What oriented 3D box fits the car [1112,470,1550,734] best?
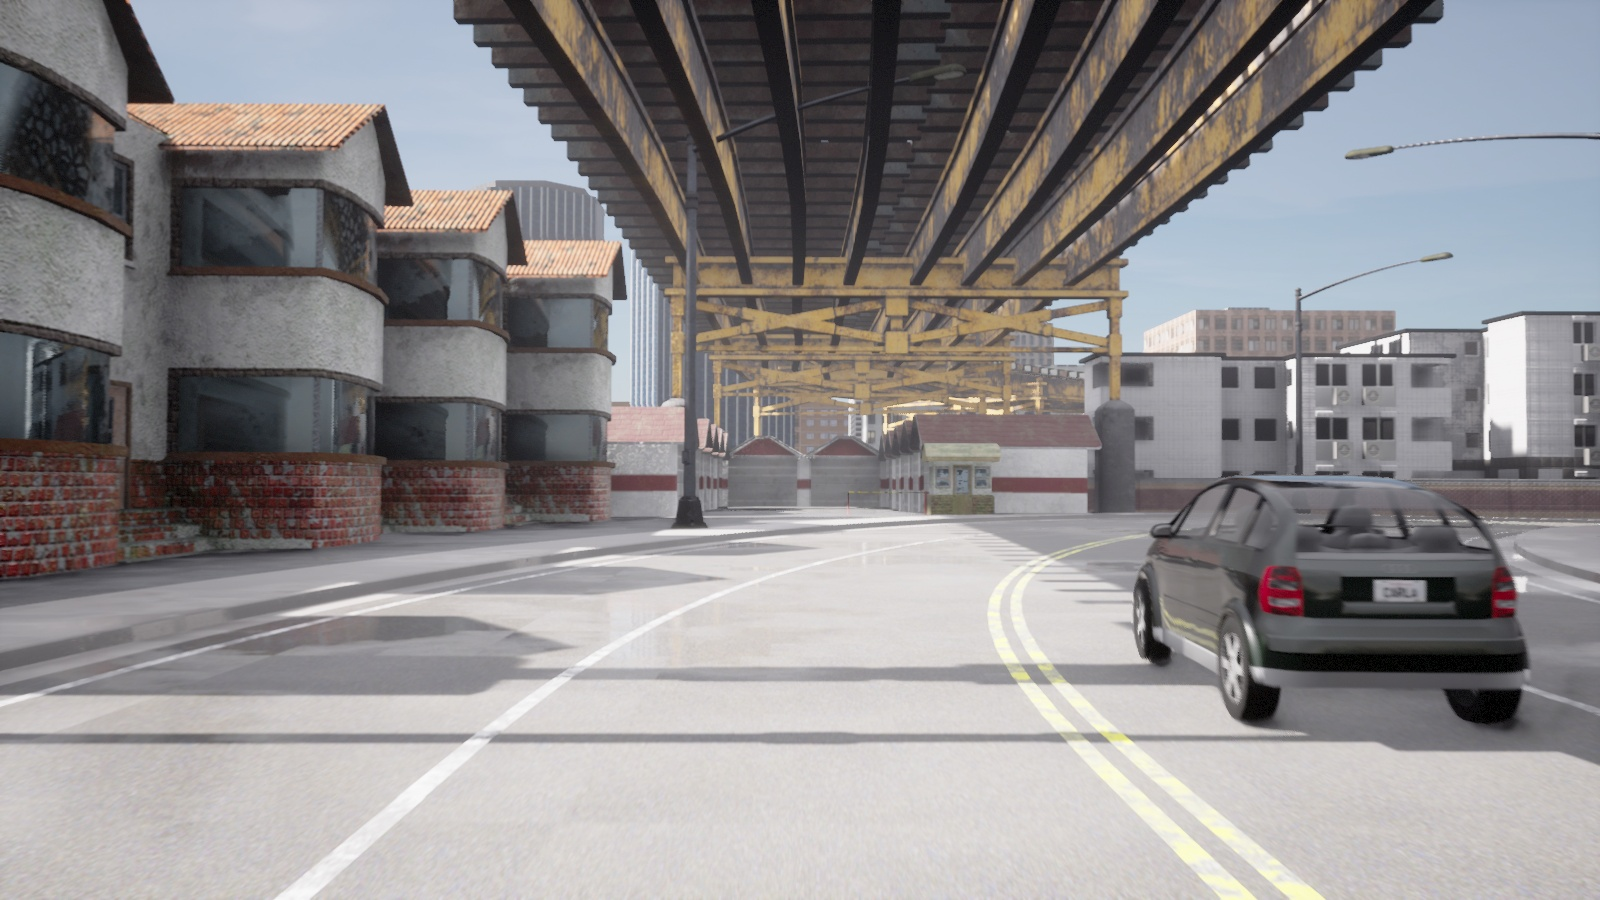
[{"bbox_3d":[3.604,0.935,9.309,1.789,1.549,3.705,0,-1,2],"label":"car"}]
